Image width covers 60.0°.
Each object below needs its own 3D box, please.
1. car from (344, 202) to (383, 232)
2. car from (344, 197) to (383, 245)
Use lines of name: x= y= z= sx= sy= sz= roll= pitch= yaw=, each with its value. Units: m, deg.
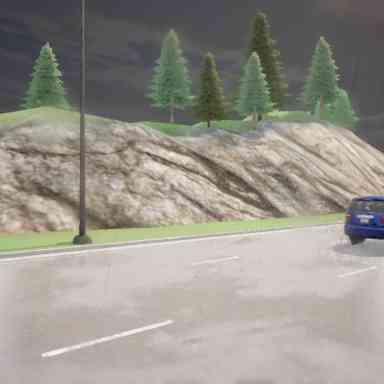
car: x=11.785 y=1.478 z=20.792 sx=5.008 sy=1.535 sz=1.882 roll=0 pitch=0 yaw=-36
car: x=8.826 y=1.219 z=14.371 sx=5.566 sy=2.045 sz=2.150 roll=0 pitch=0 yaw=-36
